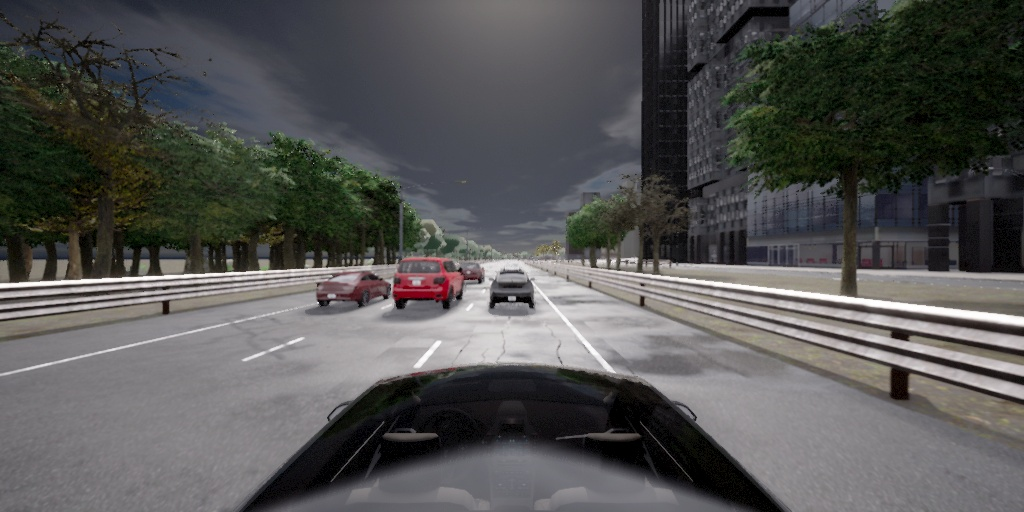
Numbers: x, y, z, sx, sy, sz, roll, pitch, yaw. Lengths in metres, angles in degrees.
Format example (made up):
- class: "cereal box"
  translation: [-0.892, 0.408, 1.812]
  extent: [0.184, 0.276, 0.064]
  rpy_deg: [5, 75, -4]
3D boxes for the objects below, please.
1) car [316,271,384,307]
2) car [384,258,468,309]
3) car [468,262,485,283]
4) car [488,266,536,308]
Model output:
- class: "car"
  translation: [-6.996, 1.410, 16.223]
  extent: [1.812, 1.442, 4.674]
  rpy_deg: [0, 0, 0]
- class: "car"
  translation: [-3.500, 1.097, 15.861]
  extent: [2.150, 2.045, 5.566]
  rpy_deg: [0, 0, 0]
- class: "car"
  translation: [-3.499, 1.365, 30.909]
  extent: [2.097, 1.767, 4.553]
  rpy_deg: [0, -1, 0]
- class: "car"
  translation: [0.004, 1.392, 16.144]
  extent: [1.837, 1.490, 4.892]
  rpy_deg: [0, 0, 0]
